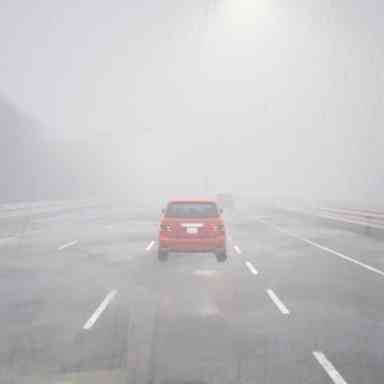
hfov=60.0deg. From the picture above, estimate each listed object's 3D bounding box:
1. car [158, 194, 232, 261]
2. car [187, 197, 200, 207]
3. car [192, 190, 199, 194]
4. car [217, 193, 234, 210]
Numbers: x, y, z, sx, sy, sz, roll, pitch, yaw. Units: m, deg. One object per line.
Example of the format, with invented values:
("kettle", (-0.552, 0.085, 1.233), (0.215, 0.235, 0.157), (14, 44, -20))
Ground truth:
("car", (0.011, 1.212, 12.407), (2.150, 2.045, 5.566), (0, 0, 0))
("car", (0.233, 1.425, 48.011), (1.895, 1.301, 4.718), (0, 0, 1))
("car", (0.740, 0.967, 84.448), (1.812, 1.442, 4.674), (0, 1, 1))
("car", (3.757, 1.093, 40.095), (2.150, 2.045, 5.566), (0, 1, 1))
